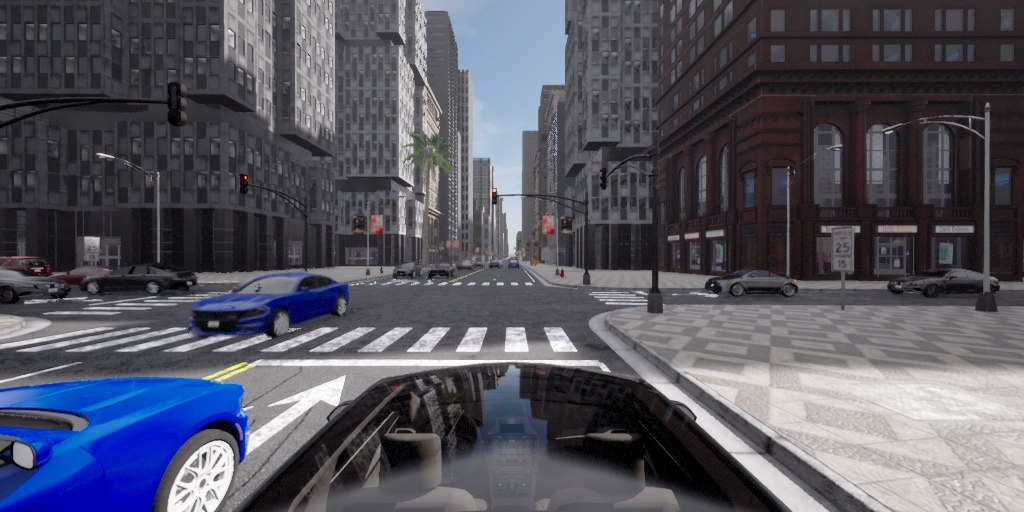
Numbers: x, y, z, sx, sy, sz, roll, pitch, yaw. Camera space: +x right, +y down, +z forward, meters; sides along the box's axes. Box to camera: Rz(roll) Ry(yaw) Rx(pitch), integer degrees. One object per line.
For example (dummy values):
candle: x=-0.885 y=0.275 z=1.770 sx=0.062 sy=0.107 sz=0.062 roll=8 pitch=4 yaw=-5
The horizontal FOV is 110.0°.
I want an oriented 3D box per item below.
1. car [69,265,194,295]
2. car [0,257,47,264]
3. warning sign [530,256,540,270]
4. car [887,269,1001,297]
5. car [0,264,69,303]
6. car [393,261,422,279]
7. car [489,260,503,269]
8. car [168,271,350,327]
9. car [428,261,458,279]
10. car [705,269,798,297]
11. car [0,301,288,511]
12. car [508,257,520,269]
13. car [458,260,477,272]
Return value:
car: x=-19.340 y=1.196 z=18.726 sx=4.892 sy=1.490 sz=1.837 roll=0 pitch=2 yaw=-2
car: x=-30.615 y=0.952 z=21.305 sx=5.009 sy=1.841 sz=2.192 roll=0 pitch=0 yaw=-1
warning sign: x=3.066 y=0.959 z=47.317 sx=1.300 sy=1.860 sz=1.060 roll=0 pitch=0 yaw=0
car: x=22.930 y=1.396 z=19.098 sx=4.674 sy=1.442 sz=1.812 roll=0 pitch=0 yaw=0
car: x=-22.285 y=1.221 z=15.624 sx=4.674 sy=1.442 sz=1.812 roll=0 pitch=0 yaw=1
car: x=-9.732 y=1.287 z=33.655 sx=1.837 sy=1.490 sz=4.892 roll=0 pitch=0 yaw=-2
car: x=-2.962 y=1.462 z=62.480 sx=1.837 sy=1.490 sz=4.892 roll=0 pitch=-1 yaw=0
car: x=-6.561 y=1.232 z=10.390 sx=1.882 sy=1.535 sz=5.008 roll=0 pitch=0 yaw=0
car: x=-6.453 y=1.383 z=33.036 sx=1.895 sy=1.301 sz=4.718 roll=0 pitch=0 yaw=-2
car: x=12.701 y=1.388 z=19.157 sx=4.181 sy=1.385 sz=1.994 roll=0 pitch=0 yaw=0
car: x=-3.156 y=1.227 z=0.990 sx=1.882 sy=1.535 sz=5.008 roll=0 pitch=0 yaw=0
car: x=0.332 y=1.433 z=62.158 sx=1.882 sy=1.535 sz=5.008 roll=0 pitch=-1 yaw=1
car: x=-6.370 y=1.335 z=49.406 sx=1.882 sy=1.535 sz=5.008 roll=0 pitch=0 yaw=0
